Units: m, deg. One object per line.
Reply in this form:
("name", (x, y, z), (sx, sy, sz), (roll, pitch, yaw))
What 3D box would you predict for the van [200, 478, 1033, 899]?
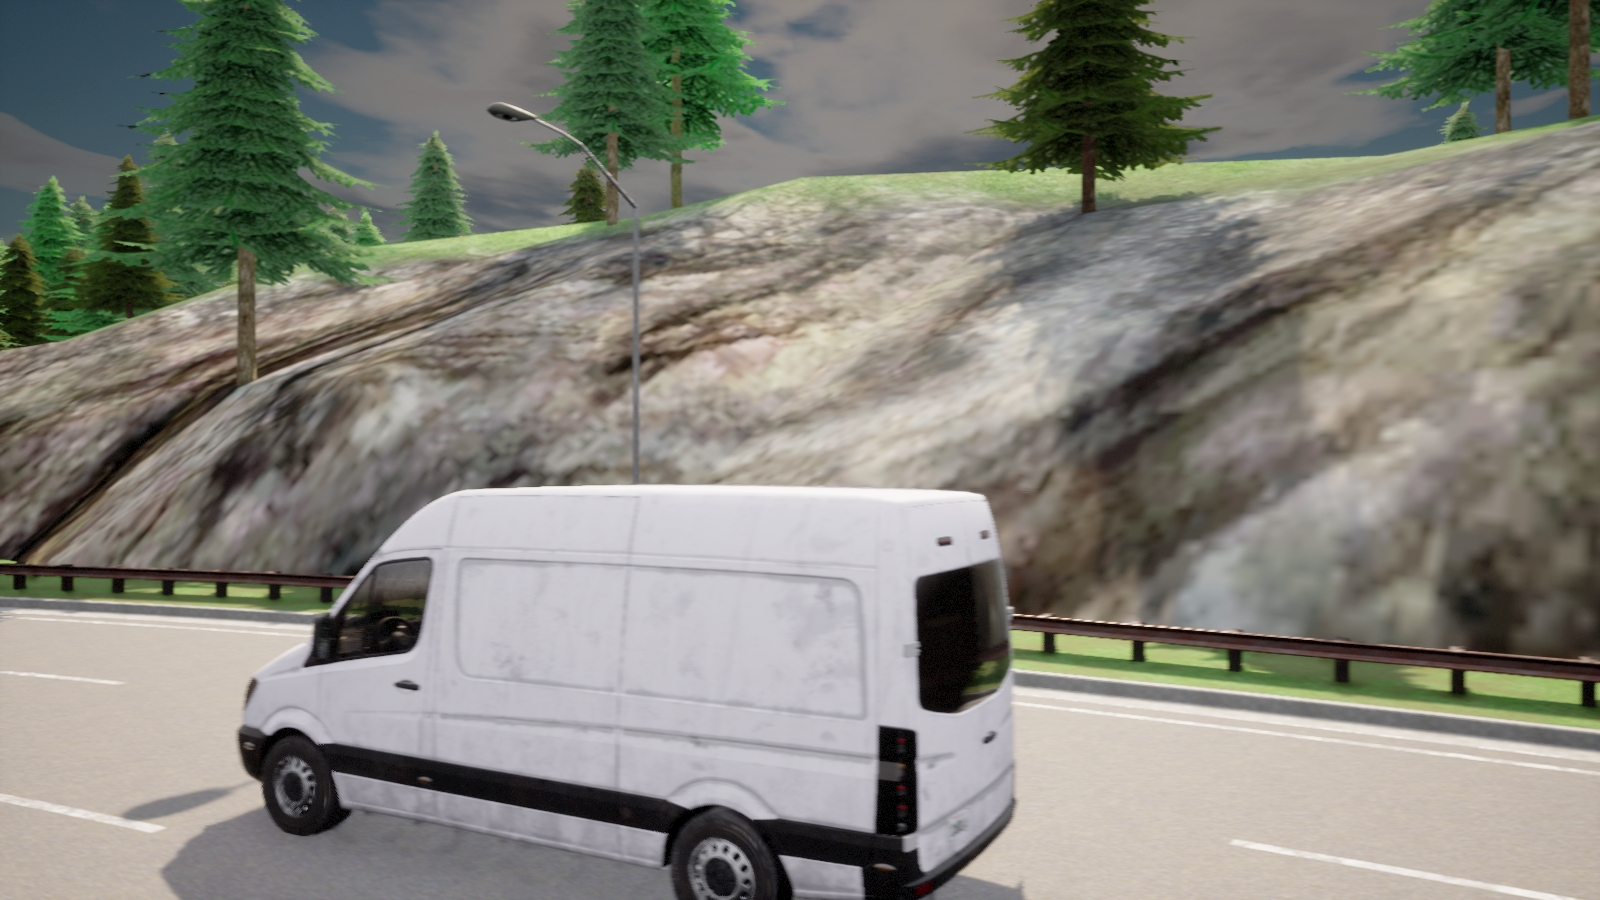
("van", (-1.511, 1.532, 8.219), (5.915, 2.561, 1.988), (0, -1, 29))
